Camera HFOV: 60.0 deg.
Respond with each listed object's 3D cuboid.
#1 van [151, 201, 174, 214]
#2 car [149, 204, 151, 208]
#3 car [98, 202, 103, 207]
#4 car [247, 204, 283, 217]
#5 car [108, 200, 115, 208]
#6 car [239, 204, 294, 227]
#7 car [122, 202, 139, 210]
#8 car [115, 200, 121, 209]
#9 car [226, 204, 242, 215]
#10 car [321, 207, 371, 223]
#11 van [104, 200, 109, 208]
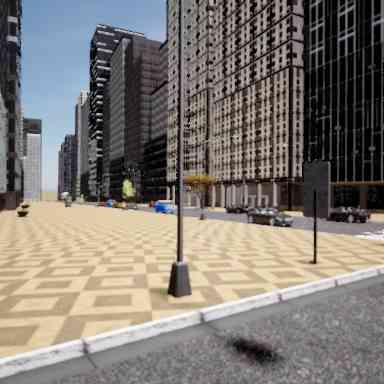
[{"bbox_3d":[-3.810,2.101,46.087,1.690,1.788,3.998,0,-1,-26],"label":"van"},{"bbox_3d":[-8.474,2.957,75.051,1.802,1.307,4.206,-1,-1,-26],"label":"car"},{"bbox_3d":[-23.351,3.177,86.609,1.887,1.381,4.507,-1,-1,-26],"label":"car"},{"bbox_3d":[8.628,2.191,39.591,1.947,1.339,4.313,-1,-1,-26],"label":"car"},{"bbox_3d":[-16.022,2.845,71.413,1.887,1.381,4.507,-1,-1,-26],"label":"car"},{"bbox_3d":[5.966,1.895,25.820,2.008,1.369,4.403,0,-1,-26],"label":"car"},{"bbox_3d":[-11.136,2.632,61.281,2.008,1.369,4.403,-1,-1,-26],"label":"car"},{"bbox_3d":[-13.506,2.712,66.194,1.752,1.417,4.829,-1,-1,-26],"label":"car"},{"bbox_3d":[6.185,2.295,44.657,1.947,1.339,4.313,-1,-1,-26],"label":"car"},{"bbox_3d":[13.514,1.970,29.459,2.008,1.369,4.403,-1,-1,-26],"label":"car"},{"bbox_3d":[-18.468,2.752,76.480,1.690,1.788,3.998,-1,-1,-26],"label":"van"}]
